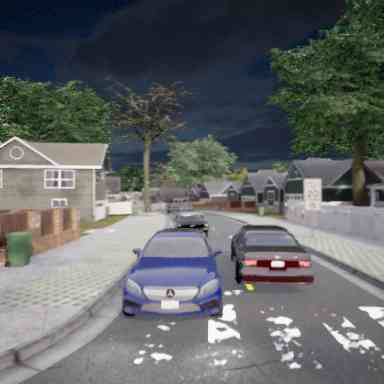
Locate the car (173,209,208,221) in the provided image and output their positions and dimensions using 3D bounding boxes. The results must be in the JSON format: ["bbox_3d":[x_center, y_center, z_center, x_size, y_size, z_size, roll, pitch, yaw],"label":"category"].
[{"bbox_3d":[0.011,1.894,19.862,1.895,1.301,4.718,0,-1,-1],"label":"car"}]

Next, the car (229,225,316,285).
[{"bbox_3d":[2.139,1.690,9.927,2.033,1.411,5.357,0,-1,5],"label":"car"}]

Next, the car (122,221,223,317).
[{"bbox_3d":[-0.307,1.641,7.837,1.812,1.442,4.674,0,-1,1],"label":"car"}]

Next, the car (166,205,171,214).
[{"bbox_3d":[-2.536,2.473,47.582,1.994,1.385,4.181,0,-2,-10],"label":"car"}]

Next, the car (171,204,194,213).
[{"bbox_3d":[-0.641,1.982,32.026,2.128,1.511,4.902,0,-1,-5],"label":"car"}]
